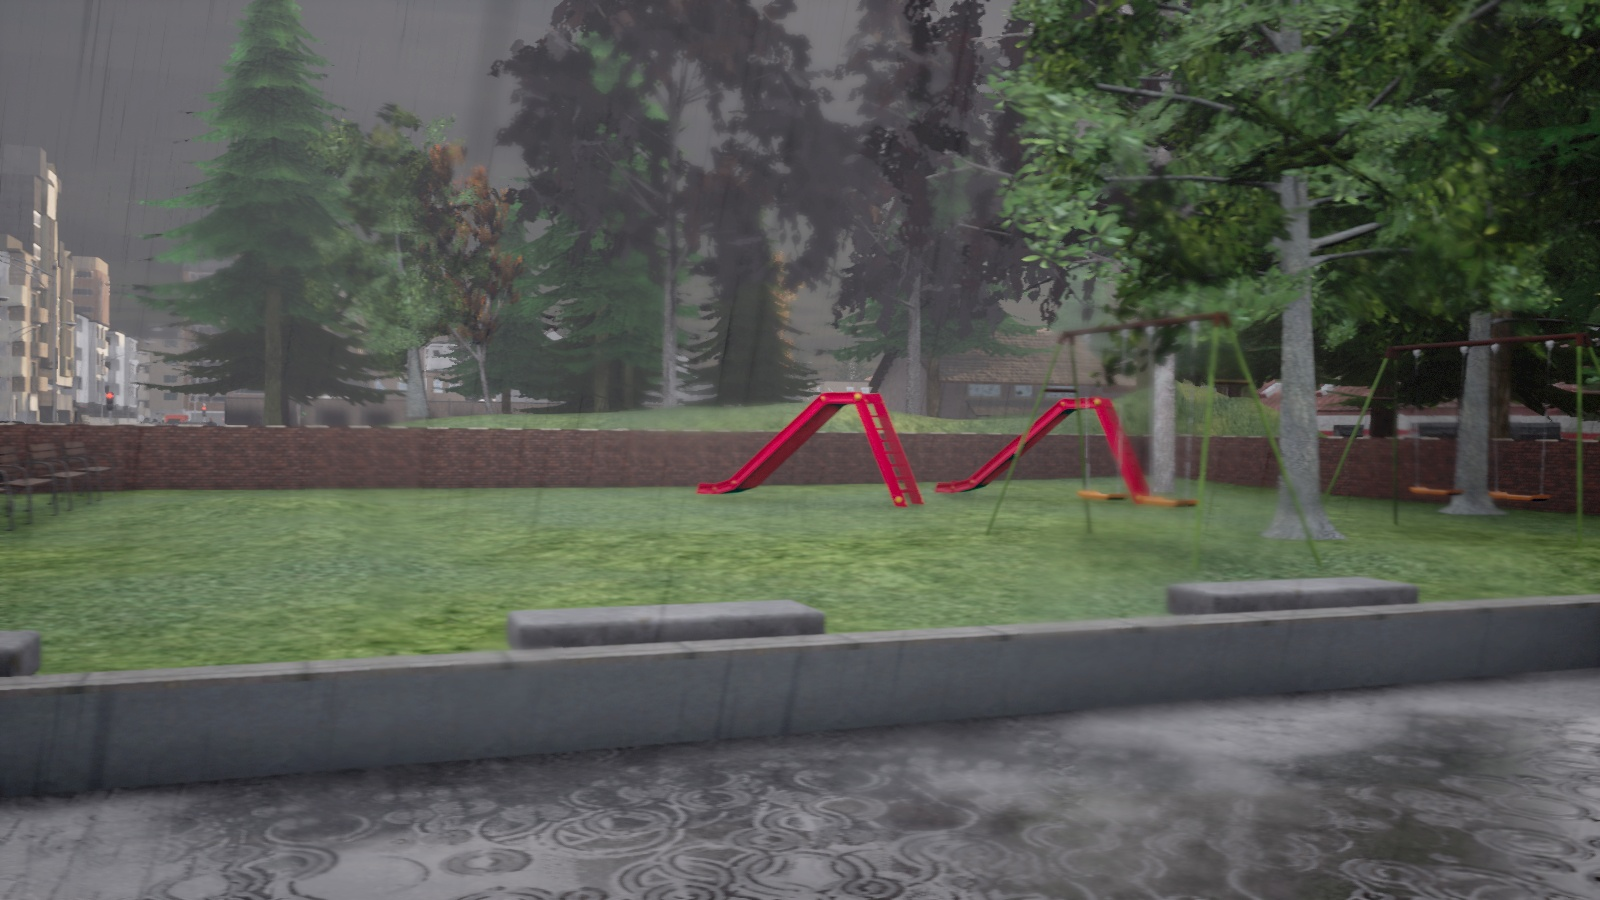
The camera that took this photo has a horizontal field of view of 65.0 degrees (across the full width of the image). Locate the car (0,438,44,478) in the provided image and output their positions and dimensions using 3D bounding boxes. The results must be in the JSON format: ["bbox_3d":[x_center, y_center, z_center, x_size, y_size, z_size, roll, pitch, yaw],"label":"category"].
[{"bbox_3d":[-31.948,0.297,50.674,1.789,1.549,3.705,-1,1,-20],"label":"car"}]
